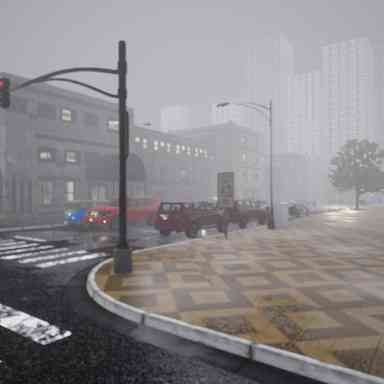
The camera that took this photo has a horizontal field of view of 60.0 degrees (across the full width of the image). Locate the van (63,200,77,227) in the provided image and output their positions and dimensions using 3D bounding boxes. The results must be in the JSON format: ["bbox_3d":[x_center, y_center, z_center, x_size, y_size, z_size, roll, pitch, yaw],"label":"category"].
[{"bbox_3d":[-6.744,1.409,22.678,1.690,1.788,3.998,-1,0,35],"label":"van"}]

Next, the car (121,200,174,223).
[{"bbox_3d":[-3.548,1.526,27.182,1.967,1.590,4.097,-1,0,35],"label":"car"}]

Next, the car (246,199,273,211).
[{"bbox_3d":[9.237,1.717,45.204,2.008,1.369,4.403,-1,-1,35],"label":"car"}]

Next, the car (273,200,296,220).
[{"bbox_3d":[6.485,1.613,26.841,1.887,1.381,4.507,-1,-1,35],"label":"car"}]

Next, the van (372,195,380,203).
[{"bbox_3d":[44.838,1.690,80.910,1.690,1.788,3.998,-1,-1,35],"label":"van"}]

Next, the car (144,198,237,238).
[{"bbox_3d":[0.092,1.347,17.831,2.192,1.841,5.009,-1,0,35],"label":"car"}]

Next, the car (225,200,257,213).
[{"bbox_3d":[6.040,1.696,40.698,2.008,1.369,4.403,-1,-1,35],"label":"car"}]

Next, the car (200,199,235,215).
[{"bbox_3d":[2.845,1.564,36.194,1.967,1.590,4.097,-1,-1,35],"label":"car"}]

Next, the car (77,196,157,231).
[{"bbox_3d":[-4.291,1.281,21.656,2.150,2.045,5.566,0,0,35],"label":"car"}]

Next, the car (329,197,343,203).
[{"bbox_3d":[34.806,1.909,81.248,2.008,1.369,4.403,-1,-1,35],"label":"car"}]

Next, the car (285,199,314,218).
[{"bbox_3d":[9.682,1.654,31.347,1.947,1.339,4.313,-1,-1,35],"label":"car"}]

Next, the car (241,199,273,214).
[{"bbox_3d":[7.579,1.635,38.361,1.837,1.490,4.892,0,0,36],"label":"car"}]

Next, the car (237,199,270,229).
[{"bbox_3d":[3.288,1.365,22.337,2.192,1.841,5.009,-1,-1,35],"label":"car"}]

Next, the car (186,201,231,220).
[{"bbox_3d":[1.546,1.618,29.866,1.812,1.442,4.674,0,0,36],"label":"car"}]

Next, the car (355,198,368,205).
[{"bbox_3d":[32.054,1.798,62.885,2.008,1.369,4.403,-1,-1,35],"label":"car"}]
